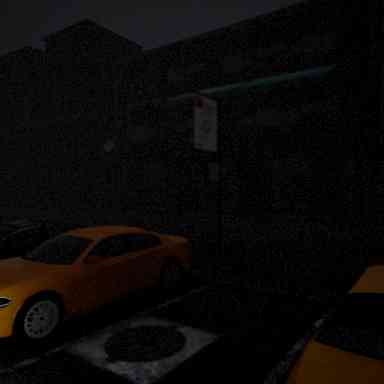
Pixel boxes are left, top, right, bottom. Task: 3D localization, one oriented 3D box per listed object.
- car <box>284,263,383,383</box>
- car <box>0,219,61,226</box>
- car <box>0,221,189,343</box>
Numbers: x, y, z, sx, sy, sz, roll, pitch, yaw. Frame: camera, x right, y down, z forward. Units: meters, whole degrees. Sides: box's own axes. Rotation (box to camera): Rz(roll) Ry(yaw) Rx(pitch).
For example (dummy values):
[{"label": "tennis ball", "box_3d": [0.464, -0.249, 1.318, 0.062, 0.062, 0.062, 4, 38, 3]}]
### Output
[{"label": "car", "box_3d": [2.582, 1.478, 3.741, 1.946, 1.575, 5.366, 0, 0, 36]}, {"label": "car", "box_3d": [-4.409, 1.488, 8.509, 2.231, 1.521, 4.892, 0, 0, 36]}, {"label": "car", "box_3d": [-2.046, 1.482, 6.822, 2.097, 1.535, 5.008, 0, 0, 36]}]
